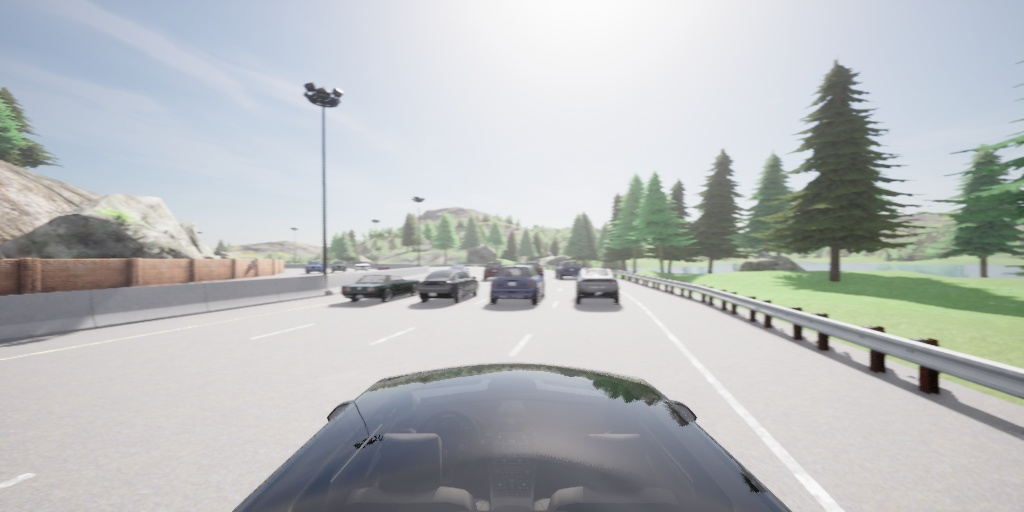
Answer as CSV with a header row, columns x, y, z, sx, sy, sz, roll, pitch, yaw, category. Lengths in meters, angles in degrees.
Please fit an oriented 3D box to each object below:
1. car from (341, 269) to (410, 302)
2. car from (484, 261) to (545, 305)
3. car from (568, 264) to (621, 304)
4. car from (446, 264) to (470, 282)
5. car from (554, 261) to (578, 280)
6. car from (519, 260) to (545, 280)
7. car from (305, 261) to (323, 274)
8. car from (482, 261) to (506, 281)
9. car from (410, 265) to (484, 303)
x,y,z,sx,sy,sz,roll,pitch,yaw,category
-6.478,1.561,18.406,1.895,1.301,4.718,-1,0,10,car
0.386,1.210,17.074,2.097,1.767,4.553,-1,-1,10,car
3.857,1.304,16.621,2.128,1.511,4.902,-1,0,10,car
-5.145,1.590,34.665,1.812,1.442,4.674,-1,0,-2,car
5.366,1.276,34.500,2.097,1.767,4.553,-1,-1,-1,car
1.866,1.321,34.449,2.097,1.767,4.553,-1,-1,-1,car
-31.342,1.799,56.951,2.150,2.045,5.566,0,-1,-23,car
-1.633,1.367,34.402,2.097,1.767,4.553,-1,-1,-1,car
-3.016,1.419,17.947,1.837,1.490,4.892,-1,0,10,car
